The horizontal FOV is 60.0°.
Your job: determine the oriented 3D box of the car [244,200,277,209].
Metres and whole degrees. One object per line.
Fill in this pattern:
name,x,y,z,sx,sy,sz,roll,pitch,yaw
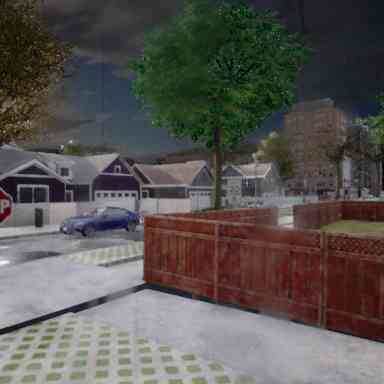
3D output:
car,7.429,1.588,35.501,2.033,1.411,5.357,0,0,36

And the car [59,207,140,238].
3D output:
car,-4.887,1.546,18.223,1.812,1.442,4.674,0,0,35
